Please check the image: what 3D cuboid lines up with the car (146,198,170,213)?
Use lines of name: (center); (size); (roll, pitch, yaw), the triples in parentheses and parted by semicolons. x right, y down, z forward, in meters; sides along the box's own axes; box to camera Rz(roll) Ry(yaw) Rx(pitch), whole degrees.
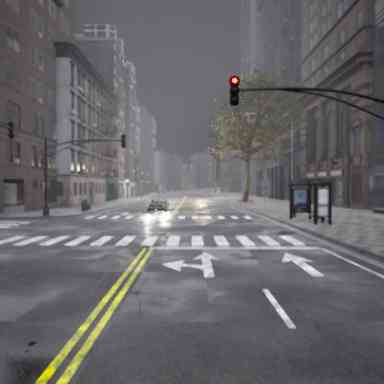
car: (-3.249, 1.290, 32.181); (1.895, 1.301, 4.718); (0, 1, 0)
